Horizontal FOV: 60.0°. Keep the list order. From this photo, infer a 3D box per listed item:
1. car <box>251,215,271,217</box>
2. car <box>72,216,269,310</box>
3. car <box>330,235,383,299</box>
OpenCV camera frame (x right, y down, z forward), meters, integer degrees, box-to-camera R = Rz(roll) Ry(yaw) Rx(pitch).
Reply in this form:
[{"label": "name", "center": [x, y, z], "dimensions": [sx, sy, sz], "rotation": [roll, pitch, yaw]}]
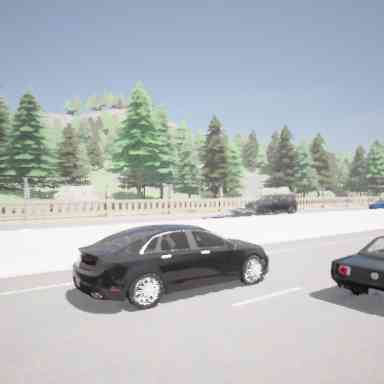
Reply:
[{"label": "car", "center": [2.310, 1.621, 18.538], "dimensions": [4.718, 1.301, 1.895], "rotation": [0, 0, -35]}, {"label": "car", "center": [-0.248, 1.512, 7.870], "dimensions": [4.892, 1.490, 1.837], "rotation": [0, 0, -36]}, {"label": "car", "center": [5.264, 1.615, 7.503], "dimensions": [4.718, 1.301, 1.895], "rotation": [0, 0, -36]}]
